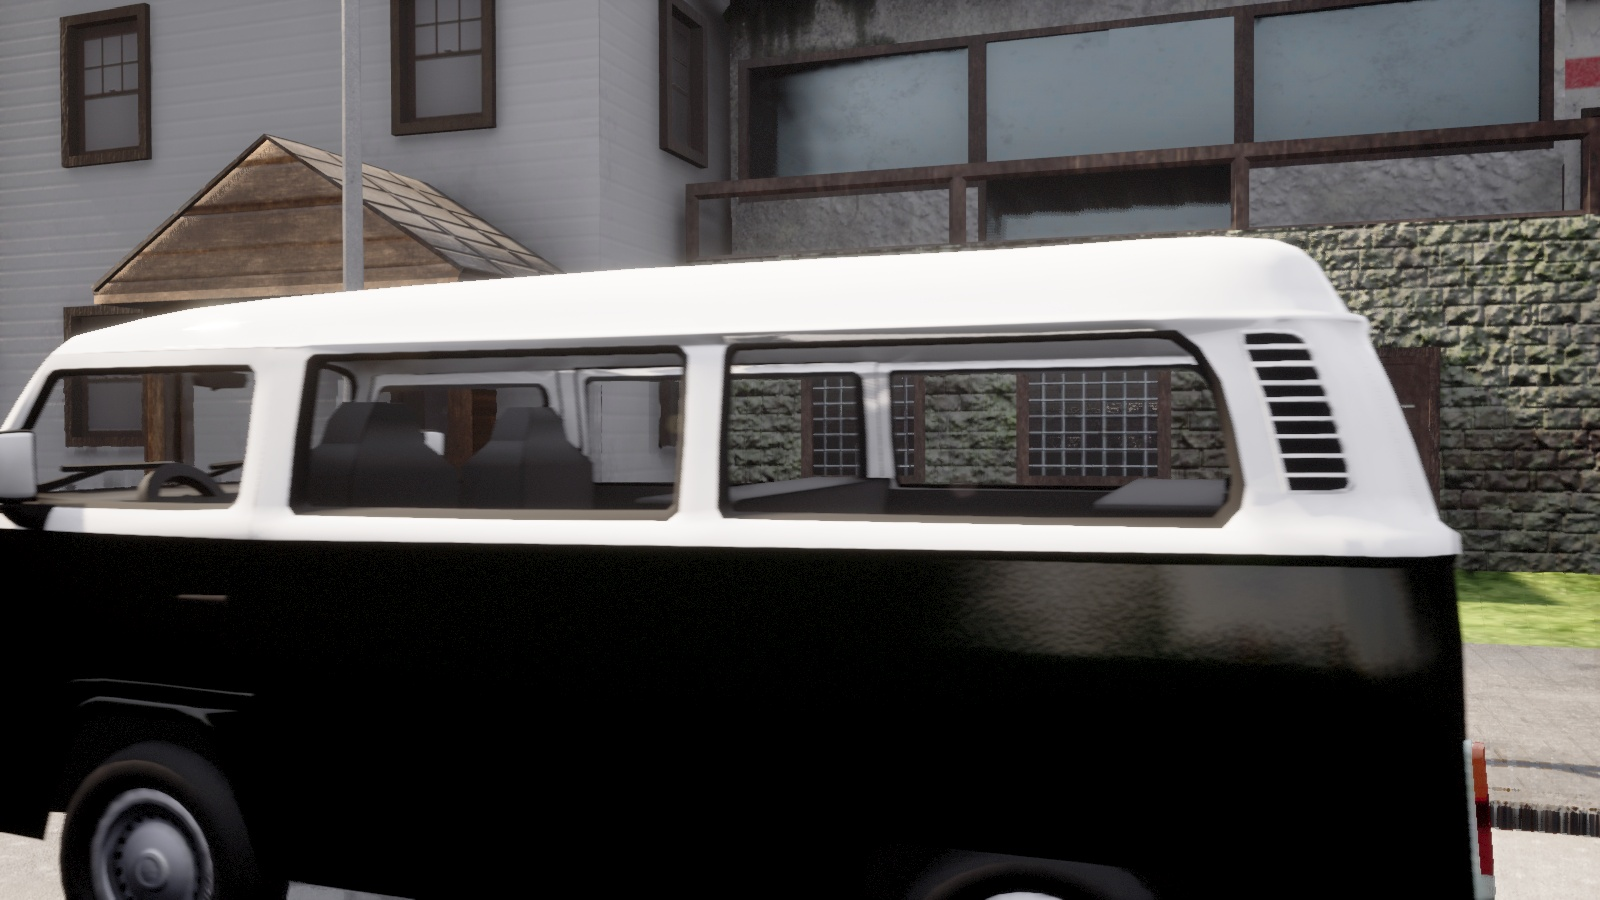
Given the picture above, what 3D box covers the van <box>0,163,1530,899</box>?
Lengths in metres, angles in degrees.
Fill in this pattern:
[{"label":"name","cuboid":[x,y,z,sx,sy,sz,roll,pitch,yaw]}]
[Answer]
[{"label":"van","cuboid":[-0.513,0.485,3.913,4.480,2.038,2.069,1,1,19]}]
